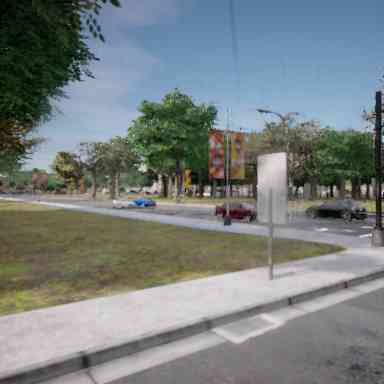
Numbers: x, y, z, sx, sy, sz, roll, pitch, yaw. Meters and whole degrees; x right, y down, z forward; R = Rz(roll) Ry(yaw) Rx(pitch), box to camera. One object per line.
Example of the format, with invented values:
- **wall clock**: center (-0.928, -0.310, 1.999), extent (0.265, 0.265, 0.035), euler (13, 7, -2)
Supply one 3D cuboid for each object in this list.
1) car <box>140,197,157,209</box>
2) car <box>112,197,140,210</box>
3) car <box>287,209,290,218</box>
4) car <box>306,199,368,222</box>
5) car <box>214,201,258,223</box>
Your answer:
- **car**: center (-6.693, 1.456, 46.176), extent (1.882, 1.535, 5.008), euler (0, 0, -35)
- **car**: center (-8.980, 1.507, 43.778), extent (1.812, 1.442, 4.674), euler (0, 0, -35)
- **car**: center (6.082, 1.517, 28.205), extent (1.812, 1.442, 4.674), euler (0, 0, -36)
- **car**: center (11.399, 1.344, 26.582), extent (2.097, 1.767, 4.553), euler (0, 0, -34)
- **car**: center (3.813, 1.472, 25.790), extent (1.882, 1.535, 5.008), euler (0, 0, -35)
